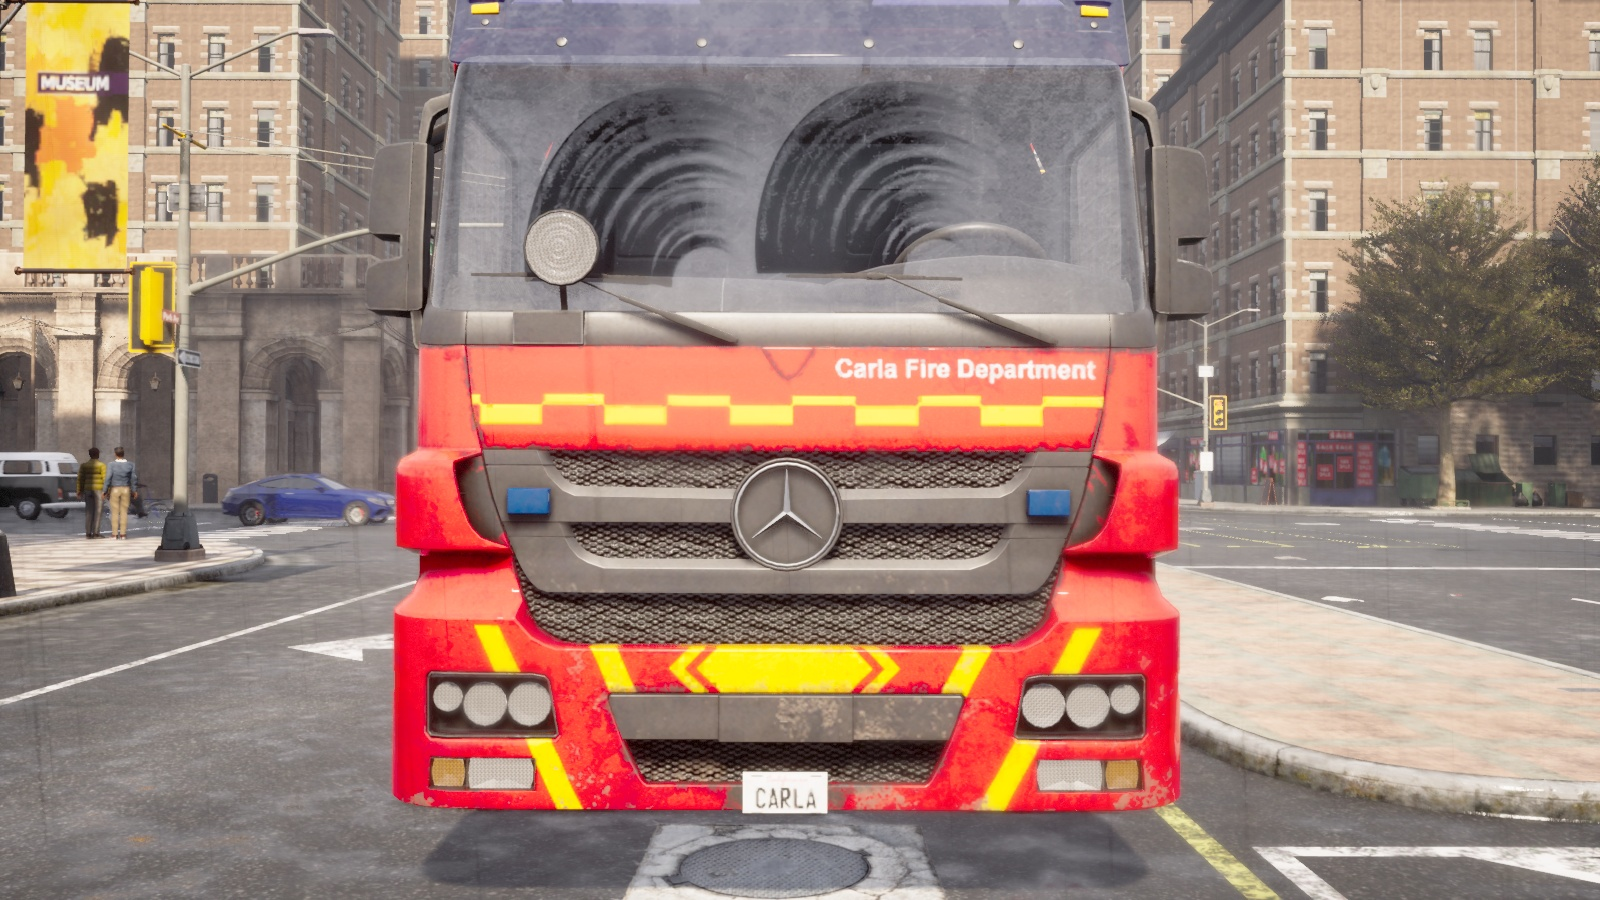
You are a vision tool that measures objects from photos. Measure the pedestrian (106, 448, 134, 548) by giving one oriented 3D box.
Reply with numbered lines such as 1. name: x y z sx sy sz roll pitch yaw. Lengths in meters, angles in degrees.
1. pedestrian: -13.447 0.941 24.820 0.423 1.949 0.788 0 -1 -32

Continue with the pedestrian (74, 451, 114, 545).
1. pedestrian: -14.035 0.946 24.985 0.370 1.835 0.726 0 -1 0

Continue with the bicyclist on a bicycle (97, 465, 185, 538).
1. bicyclist on a bicycle: -16.367 1.273 31.192 1.843 1.776 0.659 0 -1 2

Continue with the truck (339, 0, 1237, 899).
1. truck: -0.054 -0.211 8.305 2.891 3.827 8.468 0 -1 0

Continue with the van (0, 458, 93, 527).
1. van: -24.331 1.275 38.171 4.480 2.038 2.069 0 -1 -1

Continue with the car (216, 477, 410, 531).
1. car: -13.415 1.476 34.758 4.674 1.442 1.812 0 -1 0
